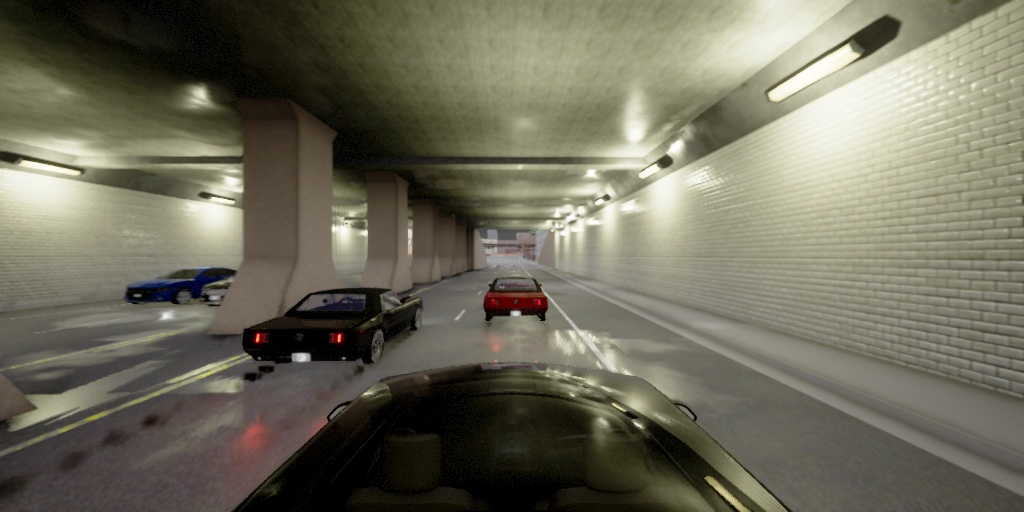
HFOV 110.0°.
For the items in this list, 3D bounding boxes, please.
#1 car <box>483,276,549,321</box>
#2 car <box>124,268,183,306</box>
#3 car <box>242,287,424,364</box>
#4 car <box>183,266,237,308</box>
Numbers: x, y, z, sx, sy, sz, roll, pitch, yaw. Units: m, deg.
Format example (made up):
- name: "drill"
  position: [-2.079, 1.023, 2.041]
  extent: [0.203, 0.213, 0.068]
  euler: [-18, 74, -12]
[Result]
- name: "car"
  position: [0.111, 1.346, 12.418]
  extent: [1.895, 1.301, 4.718]
  euler: [0, 0, 0]
- name: "car"
  position: [-14.075, 1.216, 15.978]
  extent: [1.882, 1.535, 5.008]
  euler: [0, 0, 0]
- name: "car"
  position: [-3.391, 1.347, 8.008]
  extent: [1.895, 1.301, 4.718]
  euler: [0, 0, 0]
- name: "car"
  position: [-10.577, 1.232, 15.229]
  extent: [2.128, 1.511, 4.902]
  euler: [0, 0, 0]
